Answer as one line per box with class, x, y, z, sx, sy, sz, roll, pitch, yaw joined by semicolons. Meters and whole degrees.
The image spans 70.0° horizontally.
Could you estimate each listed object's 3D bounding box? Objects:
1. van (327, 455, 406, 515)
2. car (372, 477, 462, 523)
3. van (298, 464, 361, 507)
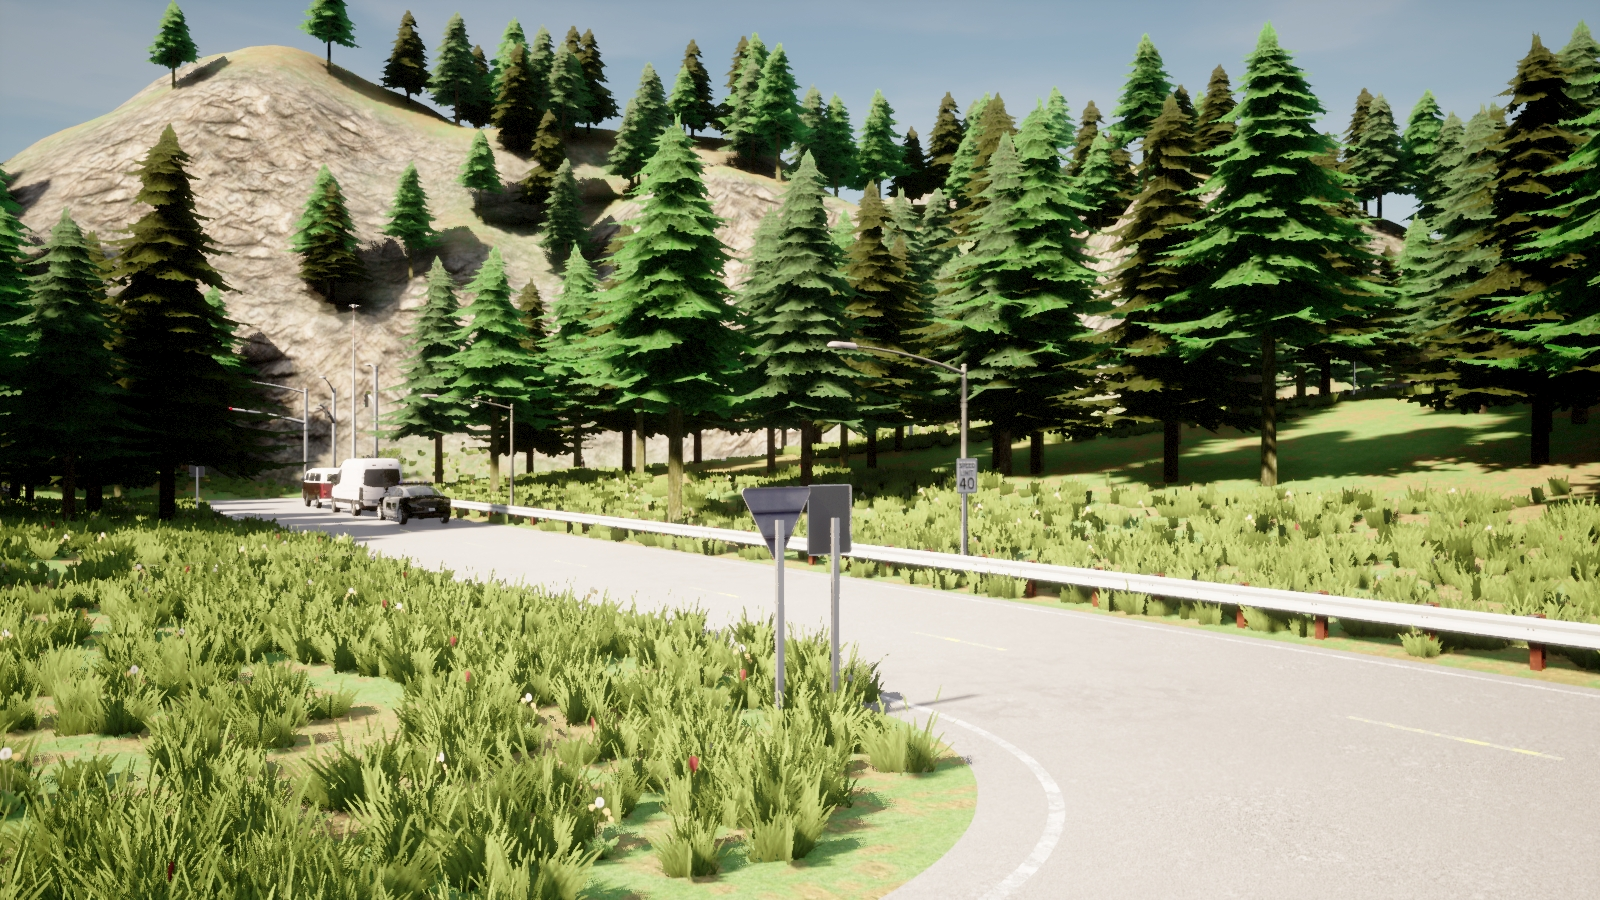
van;-20.079;1.534;52.765;1.988;2.561;5.915;0;0;-35
car;-15.723;1.982;46.760;2.097;1.638;5.238;0;0;-35
van;-24.143;1.782;58.581;2.069;2.038;4.480;0;0;-35
